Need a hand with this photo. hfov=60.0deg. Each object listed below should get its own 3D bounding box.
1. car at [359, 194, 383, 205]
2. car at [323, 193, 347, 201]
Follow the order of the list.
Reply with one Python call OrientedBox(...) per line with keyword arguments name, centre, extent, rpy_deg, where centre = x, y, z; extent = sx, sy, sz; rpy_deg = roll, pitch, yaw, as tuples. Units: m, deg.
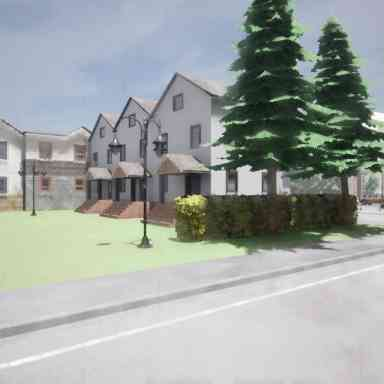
OrientedBox(name="car", centre=(27.271, 1.095, 49.273), extent=(1.932, 1.855, 4.605), rpy_deg=(0, 0, -36))
OrientedBox(name="car", centre=(32.140, 1.094, 74.727), extent=(1.932, 1.855, 4.605), rpy_deg=(0, 0, -36))
